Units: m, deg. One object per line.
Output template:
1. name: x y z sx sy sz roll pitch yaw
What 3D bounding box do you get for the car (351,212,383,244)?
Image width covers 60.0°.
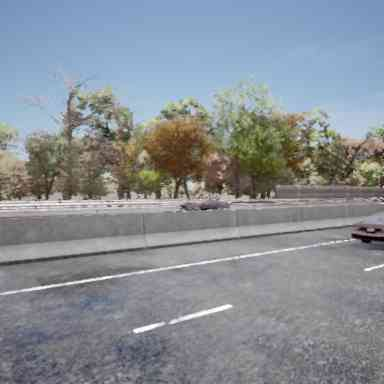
1. car: 9.187 1.555 14.729 5.357 1.411 2.033 0 0 -36

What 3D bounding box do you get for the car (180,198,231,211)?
1. car: 1.443 1.354 34.239 5.357 1.411 2.033 0 0 -33
